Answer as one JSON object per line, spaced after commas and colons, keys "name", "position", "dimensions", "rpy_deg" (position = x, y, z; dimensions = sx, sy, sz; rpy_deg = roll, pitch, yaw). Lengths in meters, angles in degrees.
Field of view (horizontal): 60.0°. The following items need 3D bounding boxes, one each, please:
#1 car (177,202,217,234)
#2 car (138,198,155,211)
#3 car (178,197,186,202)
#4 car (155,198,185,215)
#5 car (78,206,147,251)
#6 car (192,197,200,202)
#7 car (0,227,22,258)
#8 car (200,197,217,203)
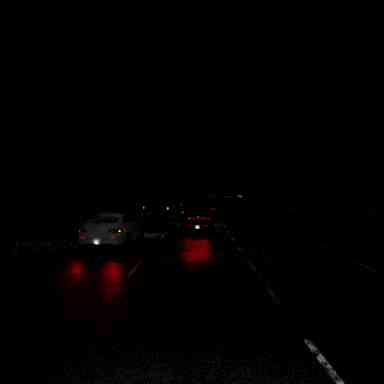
{"name": "car", "position": [0.379, 1.535, 19.417], "dimensions": [1.837, 1.490, 4.892], "rpy_deg": [0, 0, 2]}
{"name": "car", "position": [-5.327, 1.541, 40.580], "dimensions": [1.837, 1.490, 4.892], "rpy_deg": [0, 0, 5]}
{"name": "car", "position": [-2.365, 1.739, 67.395], "dimensions": [1.895, 1.301, 4.718], "rpy_deg": [0, 0, 8]}
{"name": "car", "position": [-2.257, 1.602, 34.974], "dimensions": [1.994, 1.385, 4.181], "rpy_deg": [0, 0, 4]}
{"name": "car", "position": [-3.296, 1.527, 14.016], "dimensions": [1.812, 1.442, 4.674], "rpy_deg": [0, 0, 2]}
{"name": "car", "position": [1.111, 1.702, 66.779], "dimensions": [2.033, 1.411, 5.357], "rpy_deg": [0, 0, 8]}
{"name": "car", "position": [-6.901, 1.454, 9.647], "dimensions": [1.882, 1.535, 5.008], "rpy_deg": [0, 0, 1]}
{"name": "car", "position": [2.938, 1.607, 53.301], "dimensions": [2.128, 1.511, 4.902], "rpy_deg": [0, 0, 6]}
